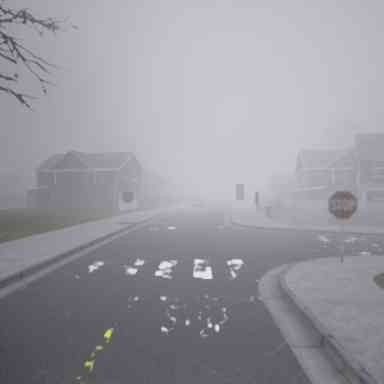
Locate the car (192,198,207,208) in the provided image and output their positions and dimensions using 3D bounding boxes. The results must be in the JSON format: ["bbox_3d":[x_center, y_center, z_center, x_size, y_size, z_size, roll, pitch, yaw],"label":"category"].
[{"bbox_3d":[1.221,1.654,49.874,2.033,1.411,5.357,0,0,9],"label":"car"}]
